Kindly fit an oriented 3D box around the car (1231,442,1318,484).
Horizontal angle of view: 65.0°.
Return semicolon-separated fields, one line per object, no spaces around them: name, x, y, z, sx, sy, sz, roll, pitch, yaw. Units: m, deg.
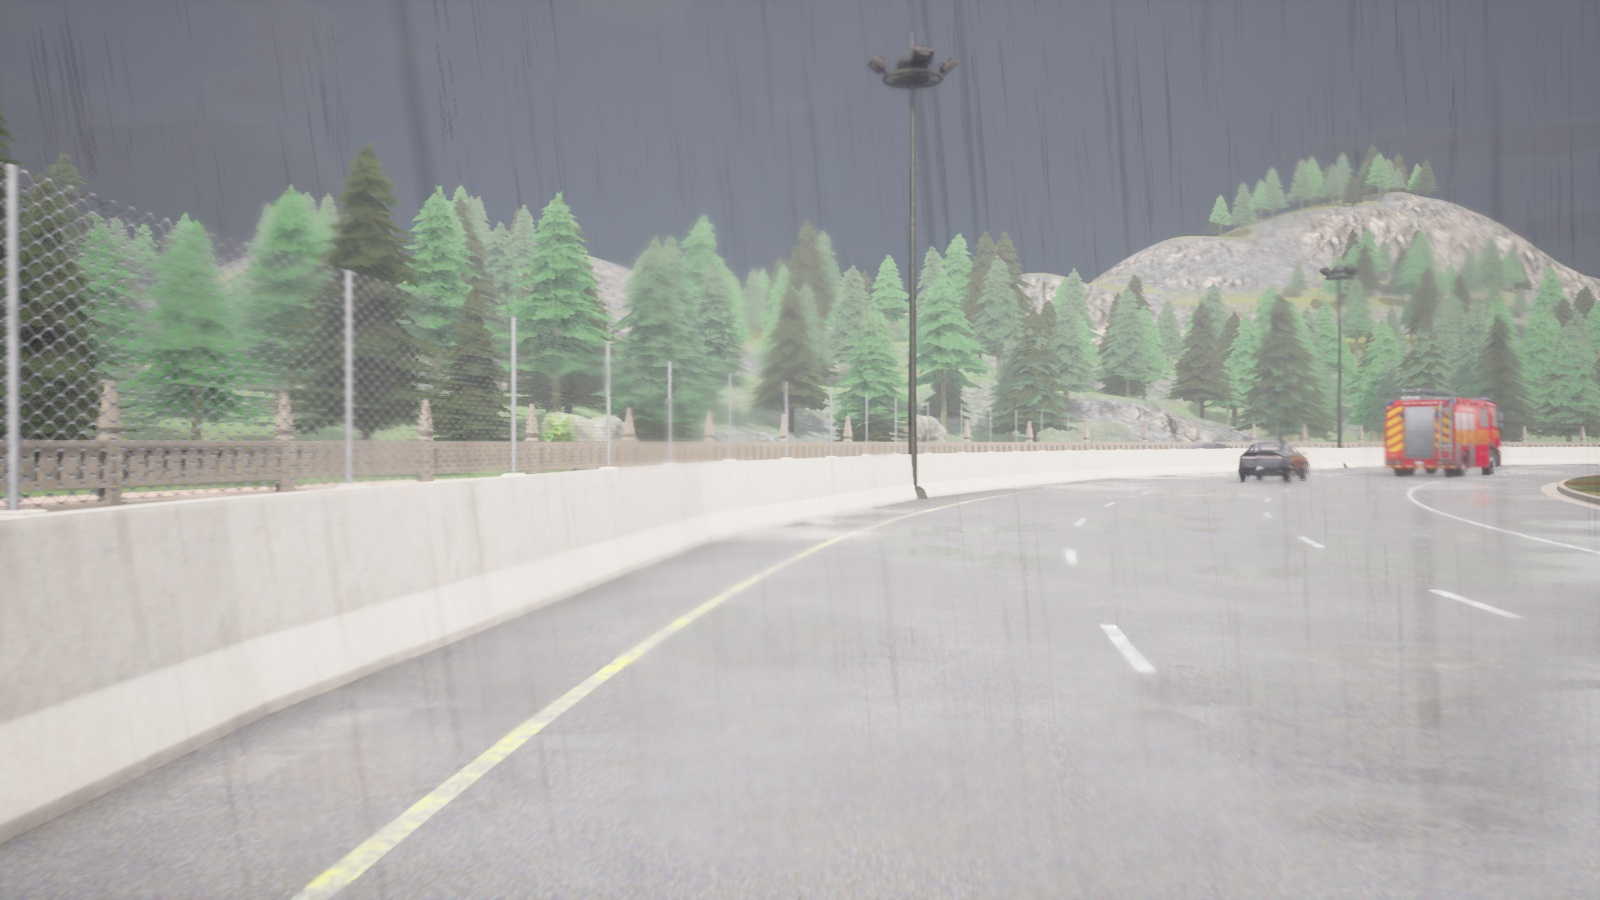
car;18.070;0.458;47.719;2.128;1.511;4.902;0;0;33

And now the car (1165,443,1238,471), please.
car;22.388;0.387;69.881;1.837;1.490;4.892;0;0;45

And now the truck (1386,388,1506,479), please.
truck;29.374;-0.699;56.922;2.891;3.827;8.468;0;0;41
